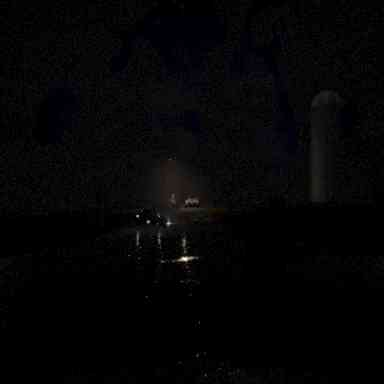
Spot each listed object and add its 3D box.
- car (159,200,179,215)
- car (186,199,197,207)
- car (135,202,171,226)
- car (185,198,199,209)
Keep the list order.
[{"bbox_3d":[-2.850,1.657,35.496,2.128,1.511,4.902,0,-1,0],"label":"car"},{"bbox_3d":[-0.014,2.107,63.801,2.033,1.411,5.357,0,-1,0],"label":"car"},{"bbox_3d":[-2.854,1.663,24.001,1.895,1.301,4.718,0,0,0],"label":"car"},{"bbox_3d":[-0.012,1.760,53.775,2.097,1.767,4.553,0,-1,0],"label":"car"}]
